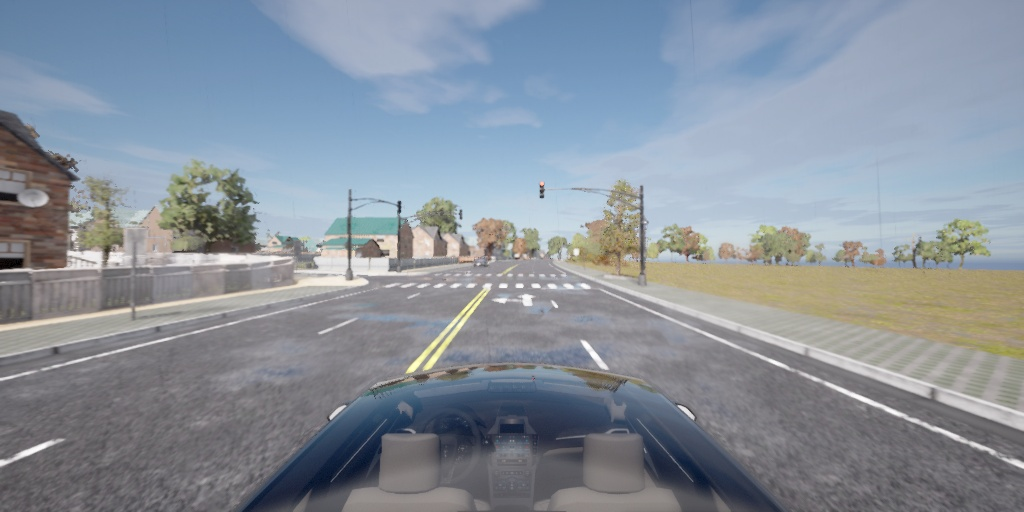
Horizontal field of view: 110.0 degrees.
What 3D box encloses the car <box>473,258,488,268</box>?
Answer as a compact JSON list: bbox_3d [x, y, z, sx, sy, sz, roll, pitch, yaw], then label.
[{"bbox_3d":[-4.881,1.064,55.994,2.128,1.511,4.902,0,1,3],"label":"car"}]
